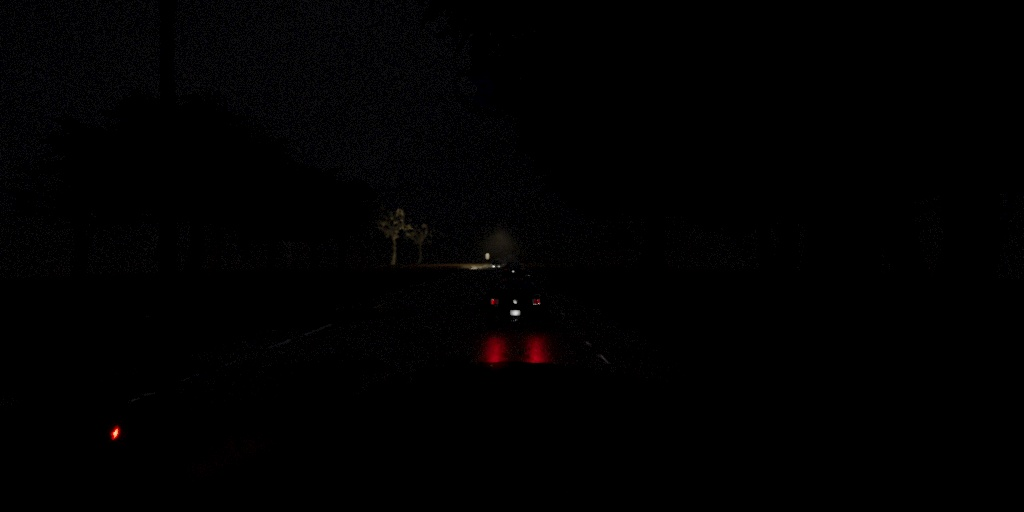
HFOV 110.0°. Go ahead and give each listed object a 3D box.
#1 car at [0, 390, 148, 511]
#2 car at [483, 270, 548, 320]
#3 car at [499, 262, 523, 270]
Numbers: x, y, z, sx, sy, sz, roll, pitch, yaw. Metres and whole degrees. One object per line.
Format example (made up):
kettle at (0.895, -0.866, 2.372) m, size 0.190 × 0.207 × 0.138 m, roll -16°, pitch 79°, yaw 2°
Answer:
car at (-3.598, 1.299, 0.170) m, size 2.033 × 1.411 × 5.357 m, roll 0°, pitch 0°, yaw 0°
car at (0.106, 1.345, 12.532) m, size 1.895 × 1.301 × 4.718 m, roll 0°, pitch 0°, yaw 0°
car at (0.099, 1.323, 33.427) m, size 1.994 × 1.385 × 4.181 m, roll 0°, pitch 0°, yaw 0°
